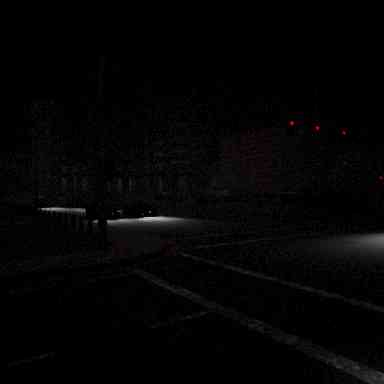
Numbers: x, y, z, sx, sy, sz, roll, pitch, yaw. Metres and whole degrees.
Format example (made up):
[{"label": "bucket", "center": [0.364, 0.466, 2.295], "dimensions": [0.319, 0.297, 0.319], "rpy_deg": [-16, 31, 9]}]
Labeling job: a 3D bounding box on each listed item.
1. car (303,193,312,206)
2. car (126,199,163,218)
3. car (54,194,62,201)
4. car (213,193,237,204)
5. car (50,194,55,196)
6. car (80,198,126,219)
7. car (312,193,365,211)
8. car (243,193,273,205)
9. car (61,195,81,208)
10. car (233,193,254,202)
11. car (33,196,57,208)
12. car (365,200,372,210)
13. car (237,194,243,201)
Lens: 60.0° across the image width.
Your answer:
[{"label": "car", "center": [24.639, 1.132, 64.704], "dimensions": [1.932, 1.855, 4.605], "rpy_deg": [0, 0, -35]}, {"label": "car", "center": [-4.806, 1.559, 30.697], "dimensions": [1.994, 1.385, 4.181], "rpy_deg": [0, 0, -35]}, {"label": "car", "center": [-30.766, 1.517, 79.423], "dimensions": [1.812, 1.442, 4.674], "rpy_deg": [0, 0, -35]}, {"label": "car", "center": [6.888, 1.378, 70.545], "dimensions": [1.970, 1.475, 3.806], "rpy_deg": [0, 0, -35]}, {"label": "car", "center": [-36.547, 1.340, 87.546], "dimensions": [2.097, 1.767, 4.553], "rpy_deg": [0, 0, -35]}, {"label": "car", "center": [-7.817, 1.501, 28.893], "dimensions": [1.837, 1.490, 4.892], "rpy_deg": [0, 0, -35]}, {"label": "car", "center": [16.361, 1.140, 37.429], "dimensions": [1.932, 1.855, 4.605], "rpy_deg": [0, 0, -35]}, {"label": "car", "center": [10.889, 1.380, 54.882], "dimensions": [1.970, 1.475, 3.806], "rpy_deg": [0, 0, -35]}, {"label": "car", "center": [-16.260, 1.487, 46.798], "dimensions": [2.128, 1.511, 4.902], "rpy_deg": [0, 0, -35]}, {"label": "car", "center": [11.416, 1.134, 73.804], "dimensions": [1.932, 1.855, 4.605], "rpy_deg": [0, 0, -35]}, {"label": "car", "center": [-21.685, 1.597, 48.521], "dimensions": [1.895, 1.301, 4.718], "rpy_deg": [0, 0, -35]}, {"label": "car", "center": [18.756, 1.142, 39.054], "dimensions": [1.905, 1.878, 3.866], "rpy_deg": [0, 0, -35]}, {"label": "car", "center": [9.253, 1.346, 72.215], "dimensions": [1.784, 1.438, 3.905], "rpy_deg": [0, 0, -35]}]
